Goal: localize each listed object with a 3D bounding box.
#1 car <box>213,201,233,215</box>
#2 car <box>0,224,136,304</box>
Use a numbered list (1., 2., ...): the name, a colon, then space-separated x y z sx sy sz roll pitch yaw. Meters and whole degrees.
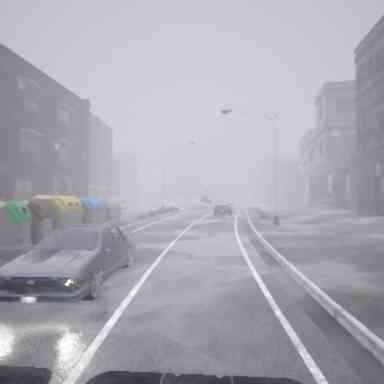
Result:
1. car: 3.292 1.647 34.965 1.812 1.442 4.674 0 0 8
2. car: -2.811 1.573 8.664 2.033 1.411 5.357 0 0 3
